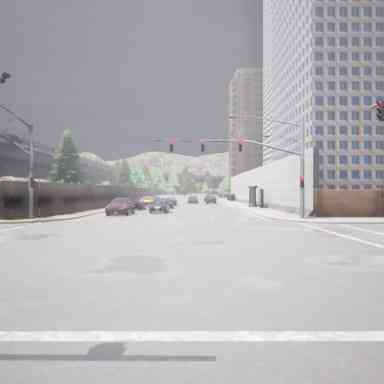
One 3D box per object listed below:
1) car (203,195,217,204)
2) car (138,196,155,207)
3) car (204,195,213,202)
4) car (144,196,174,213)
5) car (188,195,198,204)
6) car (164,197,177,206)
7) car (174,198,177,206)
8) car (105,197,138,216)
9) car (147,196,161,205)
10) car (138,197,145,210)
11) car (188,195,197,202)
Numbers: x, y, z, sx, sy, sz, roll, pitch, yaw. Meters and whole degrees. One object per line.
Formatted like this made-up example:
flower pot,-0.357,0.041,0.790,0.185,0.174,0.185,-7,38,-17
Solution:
car,3.703,1.505,64.098,1.837,1.490,4.892,0,0,0
car,-7.005,1.478,51.356,1.882,1.535,5.008,0,0,0
car,3.621,1.500,74.494,1.837,1.490,4.892,0,0,0
car,-3.530,1.492,36.438,2.128,1.511,4.902,0,0,0
car,0.214,1.564,64.675,1.994,1.385,4.181,0,0,-1
car,-3.488,1.601,55.340,1.895,1.301,4.718,0,0,0
car,-3.525,1.564,45.358,1.994,1.385,4.181,0,0,-1
car,-7.041,1.352,32.855,2.097,1.767,4.553,0,0,0
car,-6.965,1.478,61.429,1.882,1.535,5.008,0,0,1
car,-7.026,1.601,41.840,1.895,1.301,4.718,0,0,0
car,0.123,1.478,74.623,1.882,1.535,5.008,0,0,0
